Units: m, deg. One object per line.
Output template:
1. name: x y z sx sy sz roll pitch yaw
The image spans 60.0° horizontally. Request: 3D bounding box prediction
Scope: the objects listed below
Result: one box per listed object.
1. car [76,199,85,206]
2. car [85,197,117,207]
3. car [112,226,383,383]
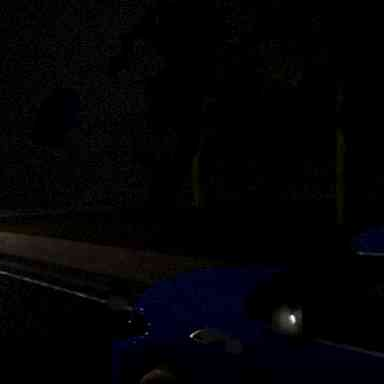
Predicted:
1. car: -16.824 1.626 55.004 1.812 1.442 4.674 -1 0 35
2. car: -14.150 1.574 53.172 1.837 1.490 4.892 -1 0 35
3. car: 1.899 1.225 2.315 5.566 2.045 2.150 0 0 36
